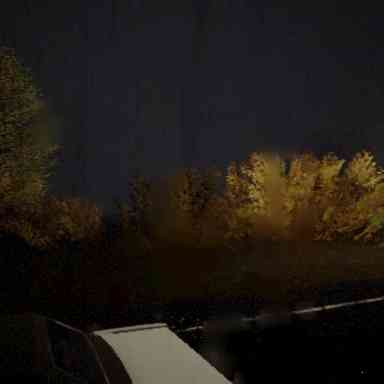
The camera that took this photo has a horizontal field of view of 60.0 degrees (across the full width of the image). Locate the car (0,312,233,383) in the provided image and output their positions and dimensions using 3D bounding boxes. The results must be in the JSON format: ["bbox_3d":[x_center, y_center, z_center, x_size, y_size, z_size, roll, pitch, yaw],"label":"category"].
[{"bbox_3d":[-1.987,1.700,2.116,4.718,1.301,1.895,0,-2,-27],"label":"car"}]
